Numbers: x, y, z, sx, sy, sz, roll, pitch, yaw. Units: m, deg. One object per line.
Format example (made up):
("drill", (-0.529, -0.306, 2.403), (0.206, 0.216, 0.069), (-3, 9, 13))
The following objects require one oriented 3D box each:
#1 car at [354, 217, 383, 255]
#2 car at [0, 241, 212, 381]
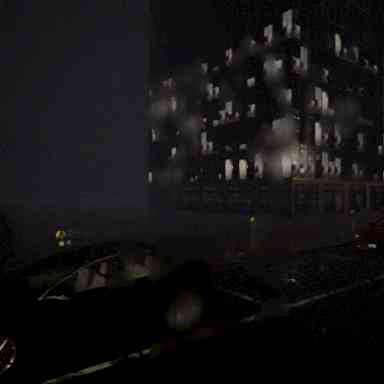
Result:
("car", (7.616, 1.466, 11.980), (4.507, 1.381, 1.887), (0, 1, -35))
("car", (-1.625, 1.556, 5.390), (4.313, 1.339, 1.947), (0, 1, -35))
